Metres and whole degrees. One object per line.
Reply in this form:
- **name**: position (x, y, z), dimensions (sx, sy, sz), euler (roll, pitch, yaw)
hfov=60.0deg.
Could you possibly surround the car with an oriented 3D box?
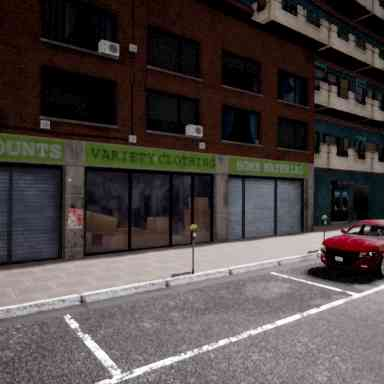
- **car**: position (5.767, 1.548, 10.209), dimensions (4.507, 1.381, 1.887), euler (0, 1, -36)
